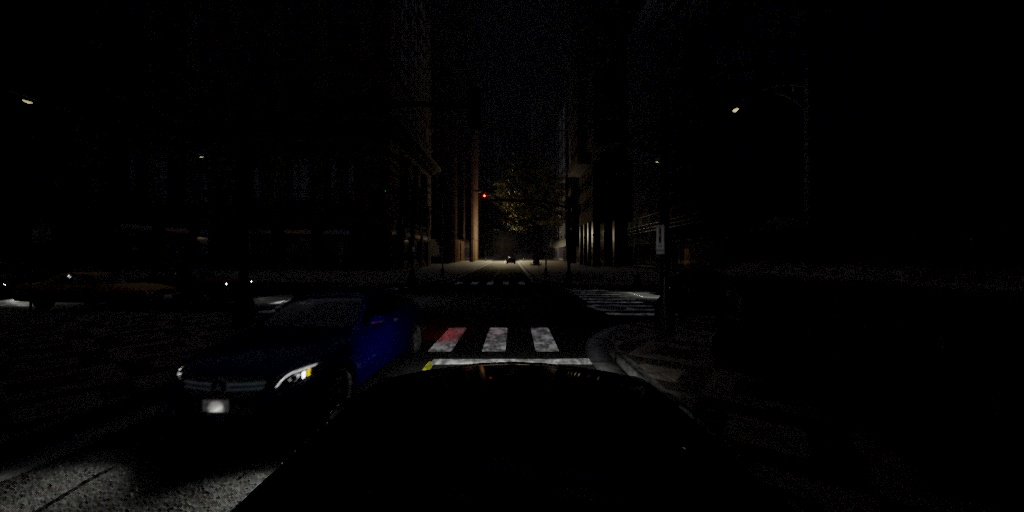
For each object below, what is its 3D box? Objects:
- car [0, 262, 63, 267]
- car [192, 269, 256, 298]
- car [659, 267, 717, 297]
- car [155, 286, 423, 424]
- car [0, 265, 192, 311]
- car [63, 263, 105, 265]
[{"bbox_3d":[-23.846,1.073,15.773,5.357,1.411,2.033,1,0,0],"label":"car"},{"bbox_3d":[-14.102,1.229,15.741,4.718,1.301,1.895,1,0,0],"label":"car"},{"bbox_3d":[10.319,1.322,18.879,4.892,1.490,1.837,0,0,1],"label":"car"},{"bbox_3d":[-2.888,1.275,5.992,1.812,1.442,4.674,0,0,4],"label":"car"},{"bbox_3d":[-14.965,1.144,13.083,4.829,1.417,1.751,0,0,0],"label":"car"},{"bbox_3d":[-26.358,1.061,21.645,4.313,1.339,1.948,0,0,0],"label":"car"}]
